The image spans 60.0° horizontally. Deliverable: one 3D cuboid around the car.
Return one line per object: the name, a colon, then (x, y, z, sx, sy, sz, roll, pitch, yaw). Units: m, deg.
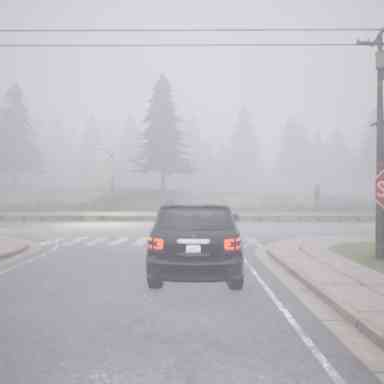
car: (0.150, 1.216, 9.239, 2.150, 2.045, 5.566, 0, 0, 3)
